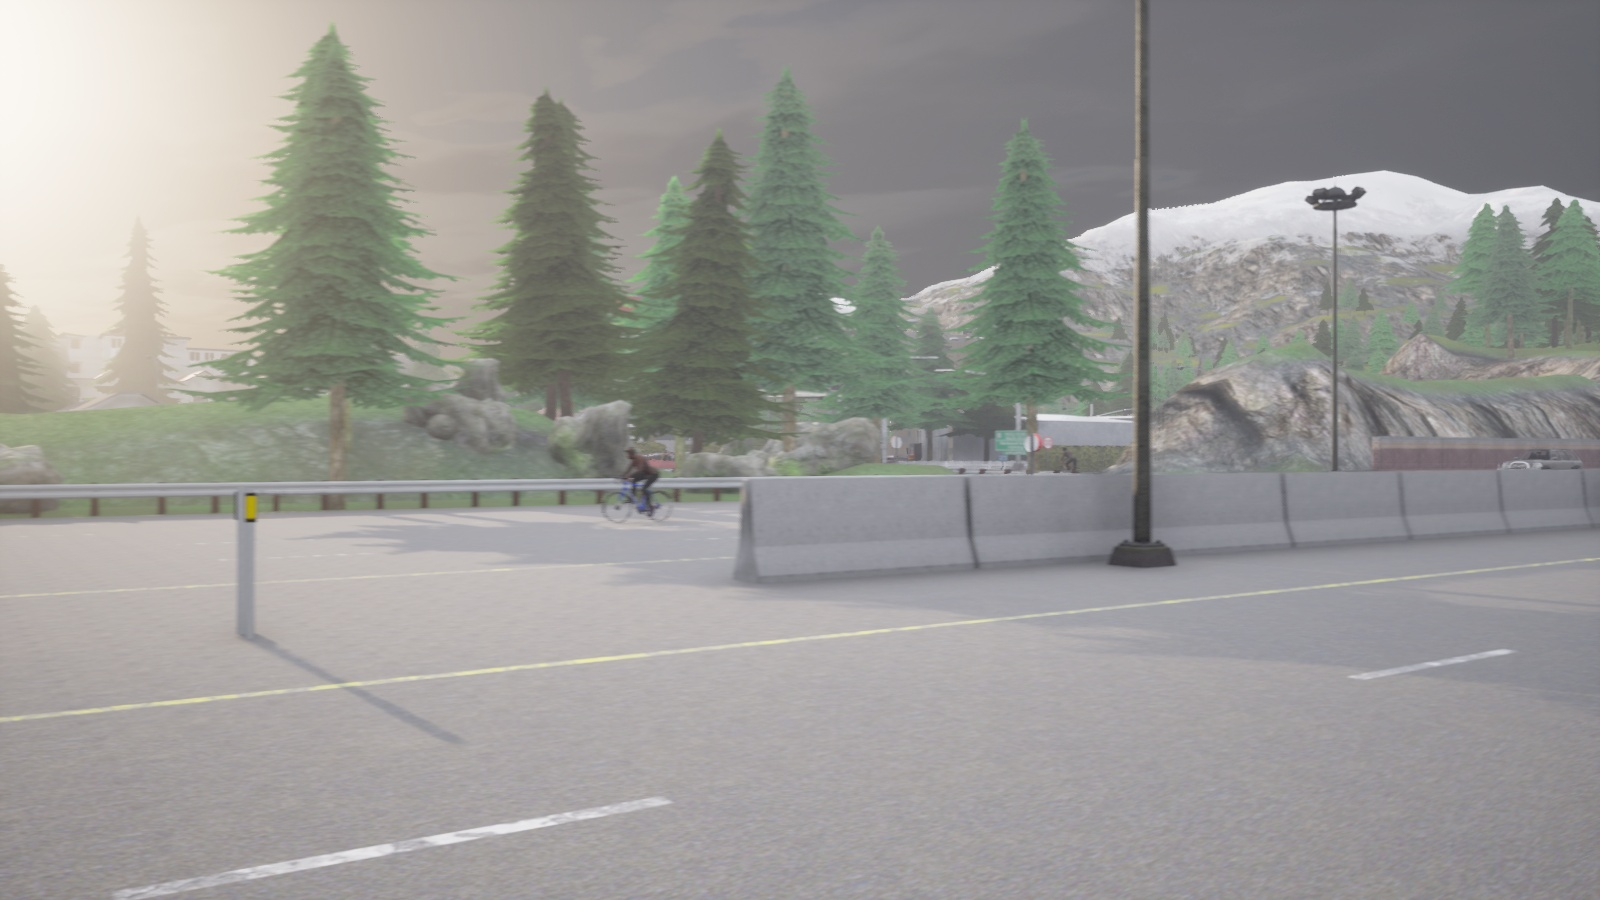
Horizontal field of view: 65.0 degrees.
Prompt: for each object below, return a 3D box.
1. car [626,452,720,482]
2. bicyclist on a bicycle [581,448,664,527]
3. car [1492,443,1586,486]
[{"bbox_3d":[-6.624,0.865,65.652,4.514,1.525,2.007,0,0,-35],"label":"car"},{"bbox_3d":[-3.756,0.772,26.630,1.656,1.620,0.582,0,0,-35],"label":"bicyclist on a bicycle"},{"bbox_3d":[33.440,0.634,56.783,4.605,1.855,1.932,0,0,-35],"label":"car"}]
